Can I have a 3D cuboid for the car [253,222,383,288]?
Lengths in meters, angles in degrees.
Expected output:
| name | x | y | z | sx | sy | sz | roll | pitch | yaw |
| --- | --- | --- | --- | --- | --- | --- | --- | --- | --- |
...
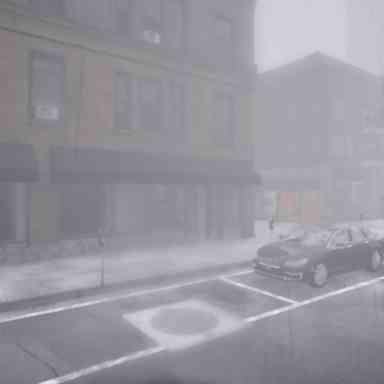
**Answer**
| name | x | y | z | sx | sy | sz | roll | pitch | yaw |
| --- | --- | --- | --- | --- | --- | --- | --- | --- | --- |
| car | 3.578 | 1.535 | 9.082 | 4.403 | 1.369 | 2.008 | 0 | 0 | -35 |
